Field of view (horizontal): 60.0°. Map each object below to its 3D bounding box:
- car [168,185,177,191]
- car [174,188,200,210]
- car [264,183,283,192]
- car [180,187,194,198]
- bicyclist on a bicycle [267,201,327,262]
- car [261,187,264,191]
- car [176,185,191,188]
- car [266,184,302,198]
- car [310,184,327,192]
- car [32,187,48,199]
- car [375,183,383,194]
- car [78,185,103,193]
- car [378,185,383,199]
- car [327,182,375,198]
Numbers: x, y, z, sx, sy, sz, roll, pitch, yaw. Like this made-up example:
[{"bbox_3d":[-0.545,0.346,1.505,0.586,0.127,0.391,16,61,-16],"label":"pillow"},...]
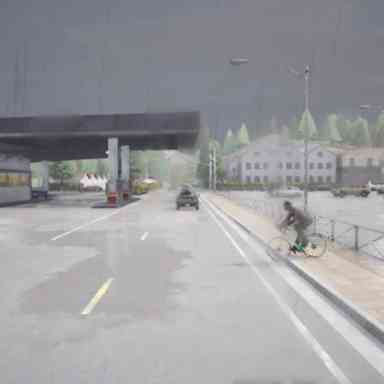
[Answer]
[{"bbox_3d":[-5.016,-1.017,85.784,1.994,1.385,4.181,0,2,-1],"label":"car"},{"bbox_3d":[-0.375,0.669,27.710,1.837,1.490,4.892,0,2,-1],"label":"car"},{"bbox_3d":[12.476,-0.333,45.920,3.866,1.878,1.905,0,2,-2],"label":"car"},{"bbox_3d":[-0.738,0.065,47.838,1.837,1.490,4.892,0,2,-1],"label":"car"},{"bbox_3d":[2.793,1.048,8.995,1.656,1.620,0.582,-5,2,-1],"label":"bicyclist on a bicycle"},{"bbox_3d":[16.755,-0.767,68.638,4.902,1.511,2.128,0,2,-1],"label":"car"},{"bbox_3d":[-0.557,0.337,37.865,1.882,1.535,5.008,0,2,-1],"label":"car"},{"bbox_3d":[11.945,0.053,42.592,3.806,1.475,1.970,0,2,-2],"label":"car"},{"bbox_3d":[26.995,-0.842,68.853,5.008,1.535,1.882,0,2,-1],"label":"car"},{"bbox_3d":[-21.527,0.149,45.670,2.242,1.667,4.611,0,2,-2],"label":"car"},{"bbox_3d":[30.263,-0.271,50.003,4.514,1.523,2.007,0,2,-2],"label":"car"},{"bbox_3d":[-20.657,-0.665,67.850,4.902,1.511,2.128,0,2,-1],"label":"car"},{"bbox_3d":[20.006,0.340,30.365,4.514,1.523,2.007,0,2,-2],"label":"car"},{"bbox_3d":[20.420,-0.236,42.823,4.605,1.855,1.932,0,2,-2],"label":"car"}]
